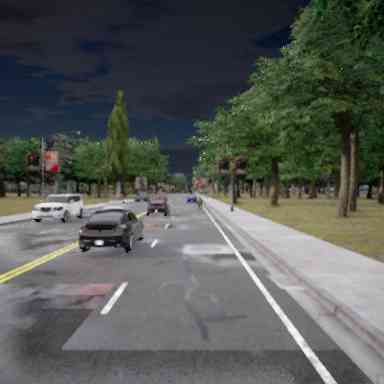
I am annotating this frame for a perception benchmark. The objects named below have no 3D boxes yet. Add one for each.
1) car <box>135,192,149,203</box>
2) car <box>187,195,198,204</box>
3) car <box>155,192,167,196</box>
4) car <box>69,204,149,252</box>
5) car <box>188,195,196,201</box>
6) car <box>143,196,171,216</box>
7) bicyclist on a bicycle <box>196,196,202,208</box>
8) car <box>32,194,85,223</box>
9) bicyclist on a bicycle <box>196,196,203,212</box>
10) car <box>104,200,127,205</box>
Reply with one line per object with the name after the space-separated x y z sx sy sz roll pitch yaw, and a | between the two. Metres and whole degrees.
-9.740 1.058 64.964 2.150 2.045 5.566 0 0 0 | car
0.049 1.323 60.941 1.882 1.535 5.008 0 0 1 | car
-6.482 1.029 70.062 2.150 2.045 5.566 0 0 0 | car
-3.147 1.468 13.711 1.837 1.490 4.892 0 0 0 | car
0.020 1.331 76.273 1.812 1.442 4.674 0 0 0 | car
-3.142 1.423 31.688 1.837 1.490 4.892 0 0 0 | car
0.923 1.323 44.416 0.866 1.612 1.509 0 0 0 | bicyclist on a bicycle
-9.842 1.158 25.040 2.150 2.045 5.566 0 0 0 | car
0.903 1.363 34.590 0.582 1.620 1.656 0 0 0 | bicyclist on a bicycle
-6.588 1.451 29.027 1.812 1.442 4.674 0 0 0 | car
